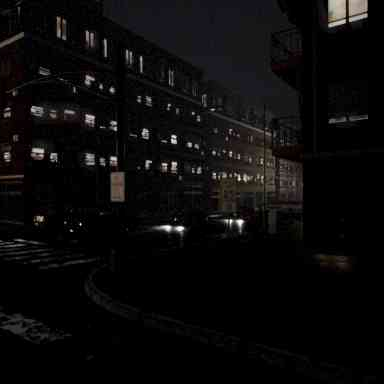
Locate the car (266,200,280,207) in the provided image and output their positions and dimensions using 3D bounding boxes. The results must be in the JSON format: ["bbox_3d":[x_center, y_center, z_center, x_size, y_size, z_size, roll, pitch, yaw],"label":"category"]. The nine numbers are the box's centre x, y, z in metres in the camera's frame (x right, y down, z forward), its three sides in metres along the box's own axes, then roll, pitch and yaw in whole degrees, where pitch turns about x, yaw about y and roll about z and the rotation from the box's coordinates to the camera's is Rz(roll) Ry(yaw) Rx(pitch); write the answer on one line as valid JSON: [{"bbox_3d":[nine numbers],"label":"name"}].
[{"bbox_3d":[11.715,2.050,44.700,2.150,2.045,5.566,0,-1,35],"label":"car"}]

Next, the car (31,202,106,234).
[{"bbox_3d":[-7.679,1.604,21.591,2.192,1.841,5.009,-1,-2,35],"label":"car"}]

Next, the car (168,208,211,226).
[{"bbox_3d":[-0.176,2.014,27.780,1.994,1.385,4.181,0,-1,34],"label":"car"}]

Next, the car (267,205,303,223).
[{"bbox_3d":[8.969,2.121,30.826,2.008,1.369,4.403,-2,-2,35],"label":"car"}]

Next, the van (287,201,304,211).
[{"bbox_3d":[18.377,2.464,58.855,1.690,1.788,3.998,-1,-2,35],"label":"van"}]

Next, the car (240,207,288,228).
[{"bbox_3d":[5.712,2.048,26.167,1.802,1.307,4.206,-2,-2,35],"label":"car"}]

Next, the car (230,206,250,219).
[{"bbox_3d":[5.537,2.196,35.955,1.994,1.385,4.181,0,-1,34],"label":"car"}]

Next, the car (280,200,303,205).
[{"bbox_3d":[13.269,2.005,41.417,2.150,2.045,5.566,0,-1,35],"label":"car"}]

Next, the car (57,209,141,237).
[{"bbox_3d":[-5.417,1.885,20.308,1.895,1.301,4.718,0,-1,36],"label":"car"}]
